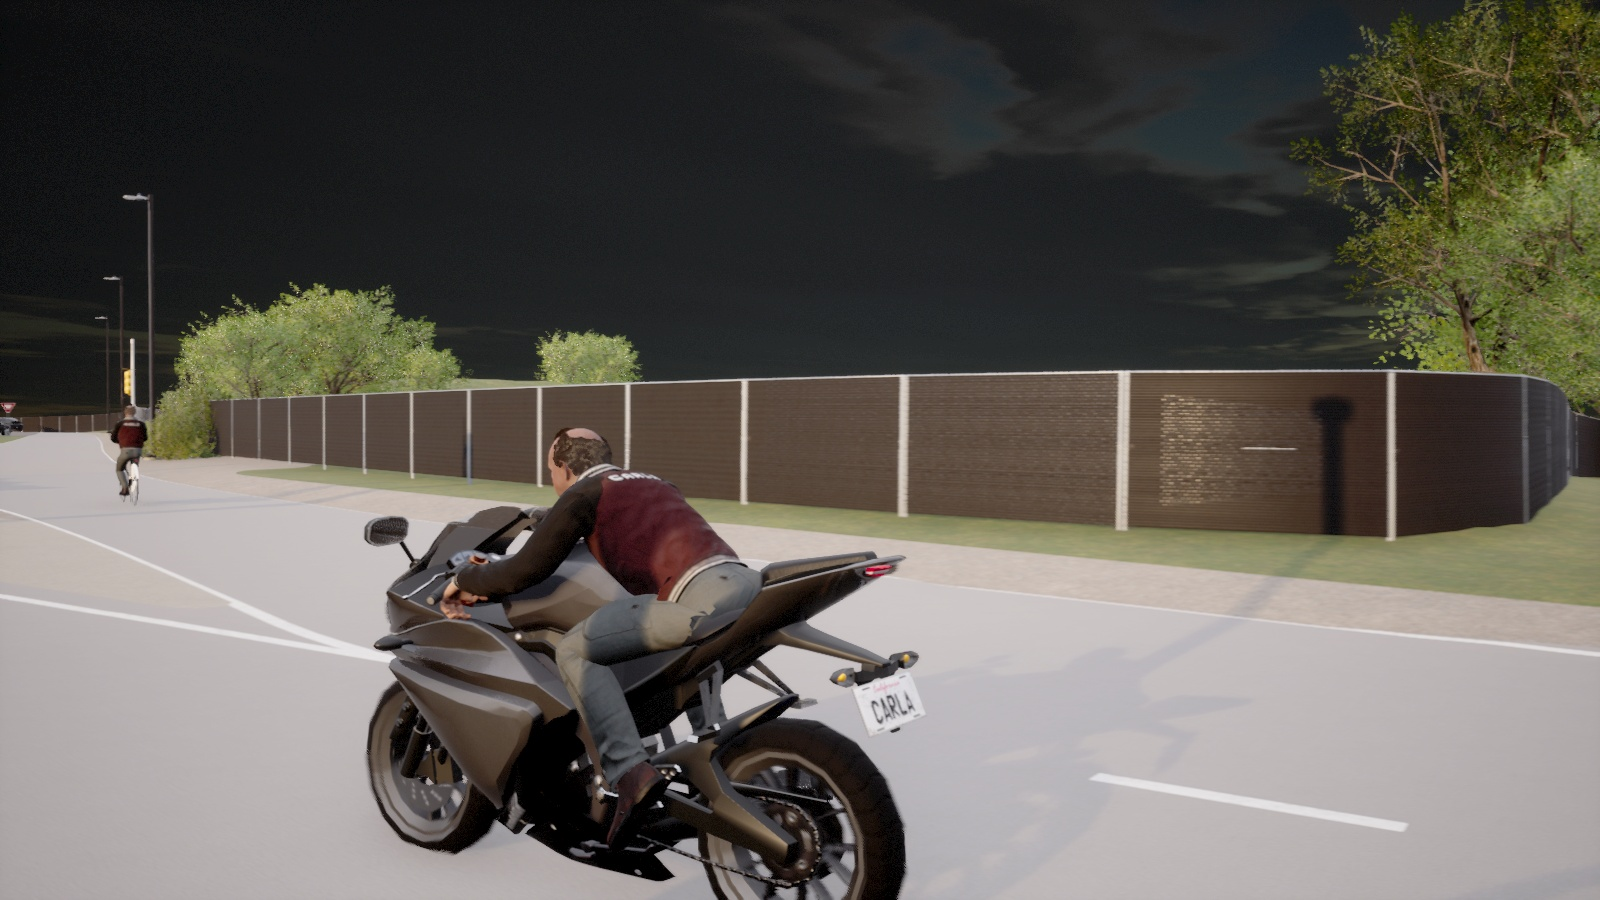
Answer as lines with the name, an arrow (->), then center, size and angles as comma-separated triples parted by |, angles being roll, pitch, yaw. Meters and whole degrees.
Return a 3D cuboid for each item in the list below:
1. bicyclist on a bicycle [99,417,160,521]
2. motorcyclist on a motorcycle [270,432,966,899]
bicyclist on a bicycle -> -11.989, 0.310, 22.425 | 0.659, 1.776, 1.843 | -2, 2, -37
motorcyclist on a motorcycle -> -0.652, 0.718, 4.058 | 2.191, 1.530, 0.866 | 0, 1, 34
